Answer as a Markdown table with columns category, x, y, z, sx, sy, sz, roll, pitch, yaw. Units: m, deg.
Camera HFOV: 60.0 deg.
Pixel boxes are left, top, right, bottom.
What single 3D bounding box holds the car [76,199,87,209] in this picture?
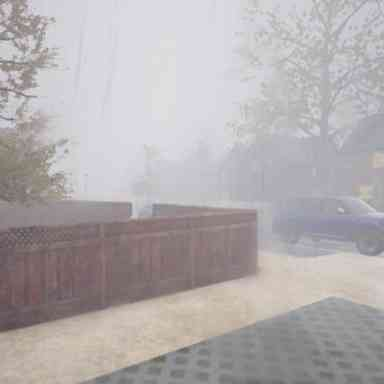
| category | x | y | z | sx | sy | sz | roll | pitch | yaw |
| --- | --- | --- | --- | --- | --- | --- | --- | --- | --- |
| car | -14.756 | 1.687 | 42.681 | 2.097 | 1.767 | 4.553 | 1 | -1 | -34 |

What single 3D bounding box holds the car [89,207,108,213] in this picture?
| category | x | y | z | sx | sy | sz | roll | pitch | yaw |
| --- | --- | --- | --- | --- | --- | --- | --- | --- | --- |
| car | -11.301 | 1.873 | 42.671 | 1.812 | 1.442 | 4.674 | 1 | -1 | -34 |

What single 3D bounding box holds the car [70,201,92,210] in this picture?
| category | x | y | z | sx | sy | sz | roll | pitch | yaw |
| --- | --- | --- | --- | --- | --- | --- | --- | --- | --- |
| car | -16.978 | 2.074 | 50.737 | 1.895 | 1.301 | 4.718 | 1 | -1 | -35 |

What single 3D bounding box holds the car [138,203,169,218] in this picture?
| category | x | y | z | sx | sy | sz | roll | pitch | yaw |
| --- | --- | --- | --- | --- | --- | --- | --- | --- | --- |
| car | -2.371 | 1.586 | 24.764 | 1.837 | 1.490 | 4.892 | 1 | -1 | -35 |

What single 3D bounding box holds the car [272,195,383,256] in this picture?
| category | x | y | z | sx | sy | sz | roll | pitch | yaw |
| --- | --- | --- | --- | --- | --- | --- | --- | --- | --- |
| car | 5.733 | 1.153 | 13.129 | 2.150 | 2.045 | 5.566 | 1 | -1 | -35 |
